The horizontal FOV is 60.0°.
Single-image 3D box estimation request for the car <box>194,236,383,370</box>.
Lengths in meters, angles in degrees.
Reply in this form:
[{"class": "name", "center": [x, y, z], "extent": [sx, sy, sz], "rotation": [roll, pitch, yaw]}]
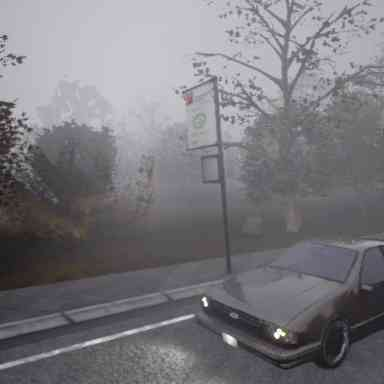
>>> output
[{"class": "car", "center": [2.659, 1.539, 5.890], "extent": [5.357, 1.411, 2.033], "rotation": [0, 0, -36]}]
